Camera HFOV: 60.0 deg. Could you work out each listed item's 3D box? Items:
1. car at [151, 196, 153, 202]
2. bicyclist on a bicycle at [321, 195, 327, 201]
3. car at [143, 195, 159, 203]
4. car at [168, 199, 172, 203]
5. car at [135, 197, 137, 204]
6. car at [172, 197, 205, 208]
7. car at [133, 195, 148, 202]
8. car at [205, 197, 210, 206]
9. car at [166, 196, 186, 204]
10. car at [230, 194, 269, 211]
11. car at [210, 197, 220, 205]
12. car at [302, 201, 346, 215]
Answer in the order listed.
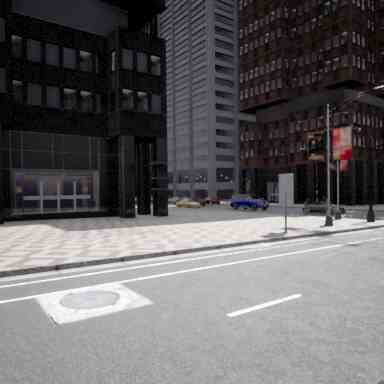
[{"bbox_3d":[-7.789,1.648,69.350,1.812,1.442,4.674,-1,0,-36],"label":"car"},{"bbox_3d":[17.393,1.246,43.789,1.656,1.620,0.582,-1,1,-36],"label":"bicyclist on a bicycle"},{"bbox_3d":[-9.502,1.590,76.492,1.967,1.590,4.097,-1,1,-36],"label":"car"},{"bbox_3d":[-1.594,1.668,60.735,2.033,1.411,5.357,-1,0,-35],"label":"car"},{"bbox_3d":[-10.132,1.815,62.716,1.802,1.307,4.206,-1,1,-36],"label":"car"},{"bbox_3d":[-0.570,1.696,49.333,1.752,1.417,4.829,-1,1,-36],"label":"car"},{"bbox_3d":[-12.656,1.613,80.906,1.967,1.590,4.097,-1,1,-36],"label":"car"},{"bbox_3d":[0.436,1.701,52.542,1.994,1.385,4.181,-1,0,-35],"label":"car"},{"bbox_3d":[-3.291,1.631,67.803,1.752,1.417,4.829,-1,1,-36],"label":"car"},{"bbox_3d":[7.330,1.316,42.848,2.150,2.045,5.566,-1,0,-36],"label":"car"},{"bbox_3d":[3.116,1.607,58.837,1.887,1.381,4.507,-1,1,-36],"label":"car"},{"bbox_3d":[13.510,1.621,34.222,1.994,1.385,4.181,-1,0,-36],"label":"car"}]
